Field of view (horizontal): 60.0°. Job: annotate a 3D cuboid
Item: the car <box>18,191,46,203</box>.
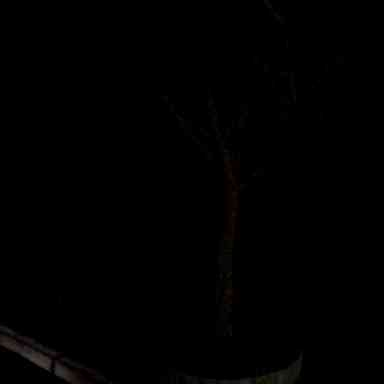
[{"bbox_3d":[-20.051,0.920,40.744,2.150,2.045,5.566,1,0,32],"label":"car"}]
